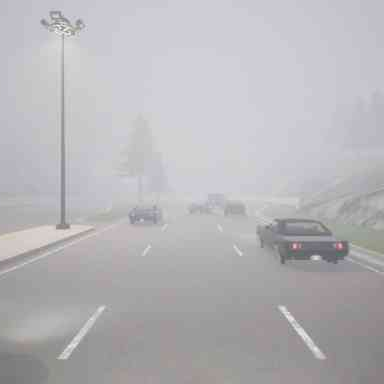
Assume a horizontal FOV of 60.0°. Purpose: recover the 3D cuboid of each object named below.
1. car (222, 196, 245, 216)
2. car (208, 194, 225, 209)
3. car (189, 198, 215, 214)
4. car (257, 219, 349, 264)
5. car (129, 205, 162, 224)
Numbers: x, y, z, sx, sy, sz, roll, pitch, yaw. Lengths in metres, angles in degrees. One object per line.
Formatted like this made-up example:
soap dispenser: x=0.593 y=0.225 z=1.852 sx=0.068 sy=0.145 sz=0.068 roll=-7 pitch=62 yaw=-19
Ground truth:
car: x=4.103 y=1.477 z=32.326 sx=1.882 sy=1.535 sz=5.008 roll=0 pitch=0 yaw=5
car: x=3.427 y=1.221 z=44.469 sx=2.150 sy=2.045 sz=5.566 roll=0 pitch=0 yaw=16
car: x=0.949 y=1.601 z=34.409 sx=1.895 sy=1.301 sz=4.718 roll=0 pitch=0 yaw=9
car: x=3.604 y=1.601 z=11.841 sx=1.895 sy=1.301 sz=4.718 roll=0 pitch=0 yaw=0
car: x=-3.330 y=1.601 z=24.811 sx=1.895 sy=1.301 sz=4.718 roll=0 pitch=0 yaw=1
